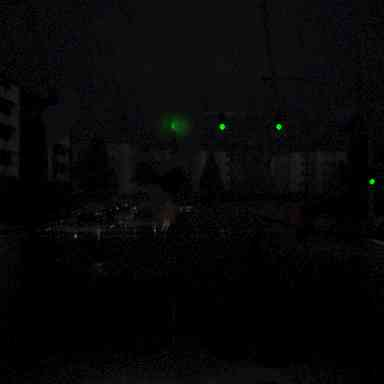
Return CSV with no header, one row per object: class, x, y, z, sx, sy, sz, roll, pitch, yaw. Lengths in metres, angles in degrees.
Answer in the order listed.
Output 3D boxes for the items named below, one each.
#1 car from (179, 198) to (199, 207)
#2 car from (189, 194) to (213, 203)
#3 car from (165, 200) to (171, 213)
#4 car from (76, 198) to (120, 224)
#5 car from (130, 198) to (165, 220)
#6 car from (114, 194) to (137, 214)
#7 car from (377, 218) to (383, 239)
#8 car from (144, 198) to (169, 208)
car,-0.388,1.583,51.200,1.994,1.385,4.181,0,0,22
car,1.681,1.163,62.654,2.128,1.511,4.902,0,0,35
car,-3.518,1.561,38.235,2.033,1.411,5.357,0,0,4
car,-7.112,1.487,25.023,1.882,1.535,5.008,0,0,0
car,-3.693,1.488,28.412,1.882,1.535,5.008,0,0,-1
car,-7.146,1.233,35.151,2.150,2.045,5.566,0,0,3
car,10.361,1.247,12.985,5.566,2.045,2.150,0,0,1
car,-5.047,1.618,48.480,1.895,1.301,4.718,0,0,18
